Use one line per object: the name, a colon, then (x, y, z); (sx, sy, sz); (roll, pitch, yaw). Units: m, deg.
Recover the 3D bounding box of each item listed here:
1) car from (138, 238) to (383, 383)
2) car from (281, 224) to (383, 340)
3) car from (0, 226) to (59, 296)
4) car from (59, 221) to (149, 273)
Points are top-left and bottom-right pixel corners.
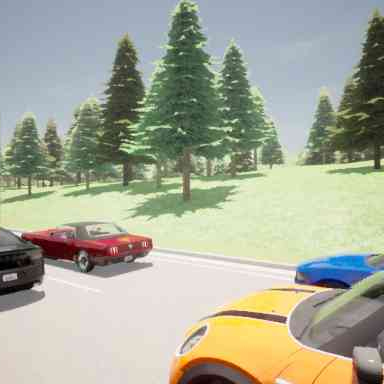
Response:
car: (1.990, 1.353, 2.568); (4.553, 1.767, 2.097); (0, 0, 36)
car: (4.186, 1.478, 5.299); (5.008, 1.535, 1.882); (0, 0, 36)
car: (-5.480, 1.478, 7.805); (5.008, 1.535, 1.882); (0, 0, 36)
car: (-3.592, 1.601, 10.760); (4.718, 1.301, 1.895); (0, 0, 36)
